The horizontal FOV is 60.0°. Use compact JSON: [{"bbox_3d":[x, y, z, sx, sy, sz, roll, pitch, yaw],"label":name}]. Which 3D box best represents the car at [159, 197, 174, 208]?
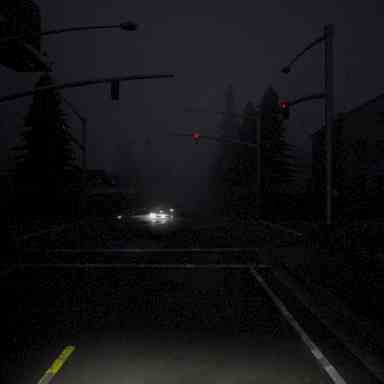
[{"bbox_3d":[-3.602,1.526,48.177,1.812,1.442,4.674,0,0,0],"label":"car"}]

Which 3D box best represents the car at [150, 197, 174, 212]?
[{"bbox_3d":[-3.618,1.491,38.108,2.128,1.511,4.902,0,0,0],"label":"car"}]
